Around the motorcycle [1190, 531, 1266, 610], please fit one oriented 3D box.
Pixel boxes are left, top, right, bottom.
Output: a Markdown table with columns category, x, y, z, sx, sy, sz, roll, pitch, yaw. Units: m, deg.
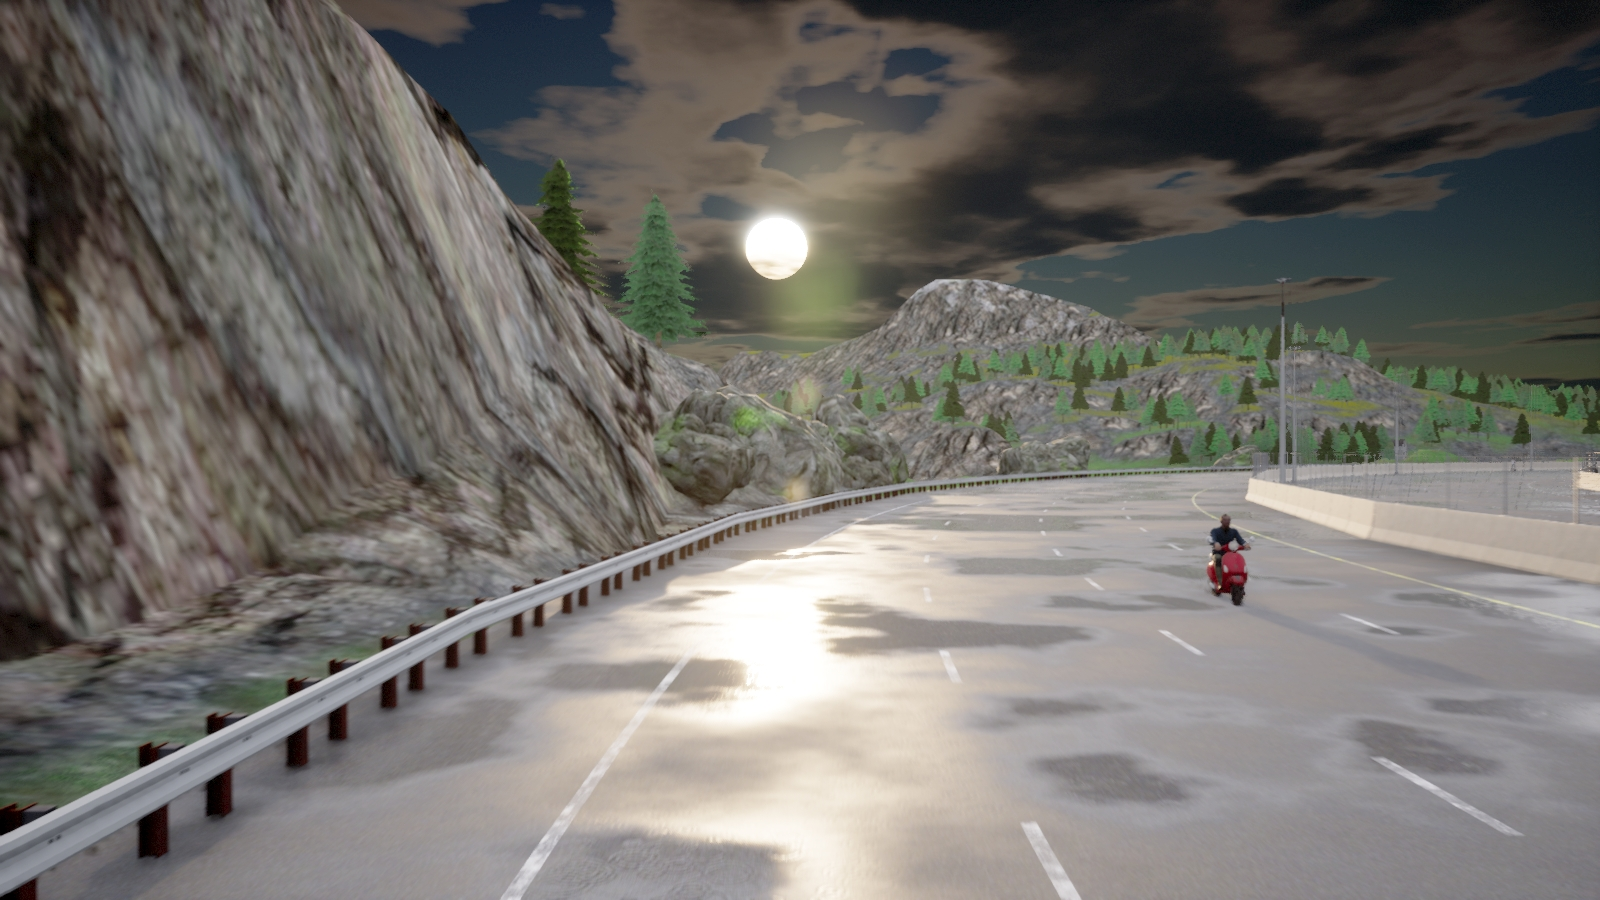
| category | x | y | z | sx | sy | sz | roll | pitch | yaw |
| --- | --- | --- | --- | --- | --- | --- | --- | --- | --- |
| motorcycle | 7.861 | 2.186 | 21.068 | 0.856 | 1.236 | 1.805 | 1 | 0 | 5 |
